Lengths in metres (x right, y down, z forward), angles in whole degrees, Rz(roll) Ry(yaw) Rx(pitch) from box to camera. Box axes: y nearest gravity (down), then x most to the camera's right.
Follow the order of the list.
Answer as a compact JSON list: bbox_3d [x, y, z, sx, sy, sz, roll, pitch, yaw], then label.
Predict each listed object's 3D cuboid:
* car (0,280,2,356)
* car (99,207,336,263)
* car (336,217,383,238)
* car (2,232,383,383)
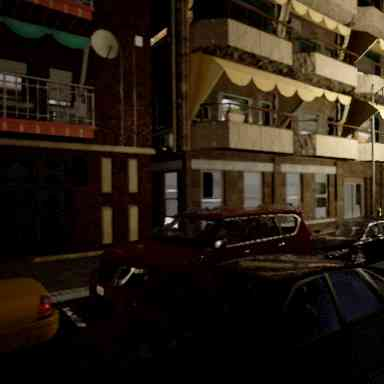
[{"bbox_3d":[-4.096,1.537,3.636,4.829,1.417,1.752,0,0,-36],"label":"car"},{"bbox_3d":[0.527,1.290,6.961,5.009,1.841,2.192,0,0,-36],"label":"car"},{"bbox_3d":[5.018,1.490,10.185,4.403,1.369,2.008,0,0,-36],"label":"car"},{"bbox_3d":[0.963,1.530,3.952,5.357,1.411,2.033,0,0,-36],"label":"car"}]
